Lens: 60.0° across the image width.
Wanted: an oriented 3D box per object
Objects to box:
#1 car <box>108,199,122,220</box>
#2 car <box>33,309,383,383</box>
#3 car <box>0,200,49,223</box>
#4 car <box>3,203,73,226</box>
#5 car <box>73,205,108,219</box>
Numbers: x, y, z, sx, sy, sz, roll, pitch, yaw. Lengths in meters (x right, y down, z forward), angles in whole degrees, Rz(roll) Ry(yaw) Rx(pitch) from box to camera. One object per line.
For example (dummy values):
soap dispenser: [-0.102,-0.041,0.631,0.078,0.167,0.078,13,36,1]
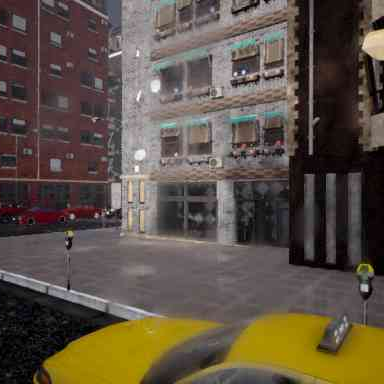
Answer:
car: [-6.448,1.682,33.995,2.150,2.045,5.566,0,-1,35]
car: [0.736,1.525,2.350,4.829,1.417,1.752,0,0,36]
car: [-14.151,1.591,27.650,2.192,1.841,5.009,-1,-2,35]
car: [-12.004,1.851,26.174,1.994,1.385,4.181,0,-1,35]
car: [-10.854,1.924,32.288,1.887,1.381,4.507,-1,-2,35]
